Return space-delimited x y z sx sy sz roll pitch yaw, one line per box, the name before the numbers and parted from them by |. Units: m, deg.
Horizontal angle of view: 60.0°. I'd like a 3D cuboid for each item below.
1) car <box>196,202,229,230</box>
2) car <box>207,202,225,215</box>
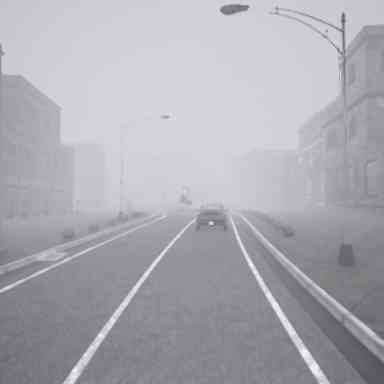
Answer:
car | 1.286 1.498 21.163 1.837 1.490 4.892 0 0 5
car | 2.865 1.945 39.420 2.033 1.411 5.357 0 -3 4
